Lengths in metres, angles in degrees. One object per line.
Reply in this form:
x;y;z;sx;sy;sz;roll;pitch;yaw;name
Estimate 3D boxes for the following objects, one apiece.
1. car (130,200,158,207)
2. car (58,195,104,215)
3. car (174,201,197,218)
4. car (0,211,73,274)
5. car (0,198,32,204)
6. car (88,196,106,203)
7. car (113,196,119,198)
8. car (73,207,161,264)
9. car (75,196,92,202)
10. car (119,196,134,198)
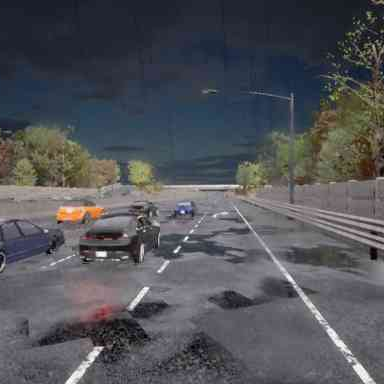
-4.214;1.508;29.251;1.837;1.490;4.892;0;1;5;car
-8.148;1.352;24.805;2.097;1.767;4.553;0;0;5;car
-0.564;1.527;30.665;1.812;1.442;4.674;0;0;5;car
-5.979;1.546;10.394;2.033;1.411;5.357;0;0;4;car
-17.936;1.567;35.024;1.994;1.385;4.181;0;0;5;car
-21.191;1.598;74.122;2.033;1.411;5.357;0;0;5;car
-17.436;1.646;76.669;1.895;1.301;4.718;0;0;5;car
-2.337;1.504;11.828;1.837;1.490;4.892;0;0;5;car
-24.559;1.562;75.695;1.837;1.490;4.892;0;0;5;car
-14.066;1.602;75.127;2.033;1.411;5.357;0;0;5;car
